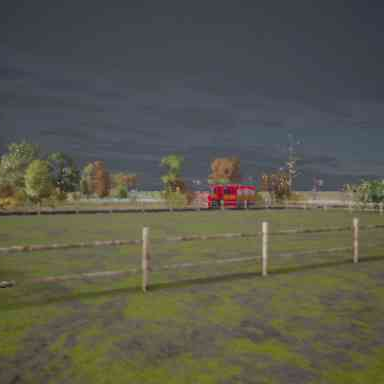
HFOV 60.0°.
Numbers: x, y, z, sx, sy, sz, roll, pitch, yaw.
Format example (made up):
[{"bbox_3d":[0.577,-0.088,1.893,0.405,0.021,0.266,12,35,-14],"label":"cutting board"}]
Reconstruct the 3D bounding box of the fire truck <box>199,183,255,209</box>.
[{"bbox_3d":[5.413,0.565,50.362,8.468,3.827,2.891,0,0,-27],"label":"fire truck"}]
